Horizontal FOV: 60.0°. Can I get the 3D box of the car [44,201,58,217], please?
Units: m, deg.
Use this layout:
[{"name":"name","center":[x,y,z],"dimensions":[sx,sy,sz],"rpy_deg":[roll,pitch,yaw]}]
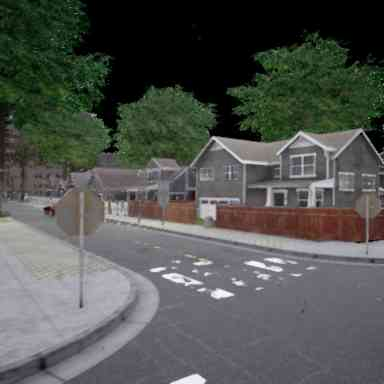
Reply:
[{"name":"car","center":[-13.578,1.643,33.592],"dimensions":[1.882,1.535,5.008],"rpy_deg":[1,0,-35]}]
